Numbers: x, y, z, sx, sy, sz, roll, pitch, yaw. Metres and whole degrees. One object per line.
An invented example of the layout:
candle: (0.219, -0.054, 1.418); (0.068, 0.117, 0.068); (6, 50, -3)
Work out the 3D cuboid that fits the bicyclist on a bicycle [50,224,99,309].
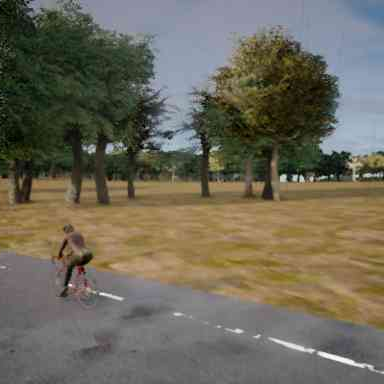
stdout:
bicyclist on a bicycle: (-2.436, 1.492, 6.787); (1.656, 1.620, 0.582); (0, -1, 36)
